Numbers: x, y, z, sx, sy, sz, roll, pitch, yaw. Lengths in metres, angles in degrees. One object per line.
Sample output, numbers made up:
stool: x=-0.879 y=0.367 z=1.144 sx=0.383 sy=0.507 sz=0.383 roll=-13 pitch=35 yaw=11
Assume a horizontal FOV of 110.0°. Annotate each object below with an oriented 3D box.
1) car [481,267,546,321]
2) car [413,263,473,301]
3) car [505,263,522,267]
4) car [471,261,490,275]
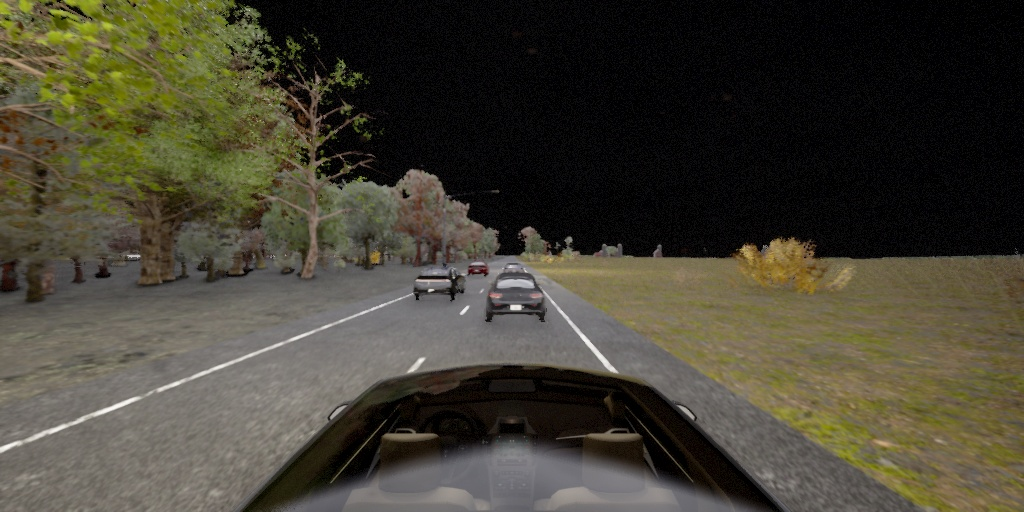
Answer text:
car: x=0.113 y=1.278 z=12.345 sx=1.812 sy=1.442 sz=4.674 roll=0 pitch=0 yaw=0
car: x=-3.377 y=1.243 z=17.402 sx=2.128 sy=1.511 sz=4.902 roll=0 pitch=0 yaw=0
car: x=0.145 y=1.304 z=30.403 sx=2.033 sy=1.411 sz=5.357 roll=0 pitch=0 yaw=0
car: x=-3.345 y=1.234 z=36.452 sx=1.882 sy=1.535 sz=5.008 roll=0 pitch=0 yaw=0
